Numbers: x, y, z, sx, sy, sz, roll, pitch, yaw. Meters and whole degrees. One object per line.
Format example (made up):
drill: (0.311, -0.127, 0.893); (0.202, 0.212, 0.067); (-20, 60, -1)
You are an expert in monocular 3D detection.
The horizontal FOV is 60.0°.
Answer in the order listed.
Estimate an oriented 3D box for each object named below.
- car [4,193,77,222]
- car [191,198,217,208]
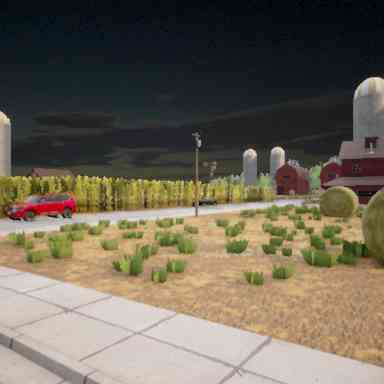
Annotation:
car: (-11.976, 1.161, 26.804); (2.150, 2.045, 5.566); (0, 1, 33)
car: (1.822, 1.565, 48.427); (1.895, 1.301, 4.718); (0, 0, 33)
